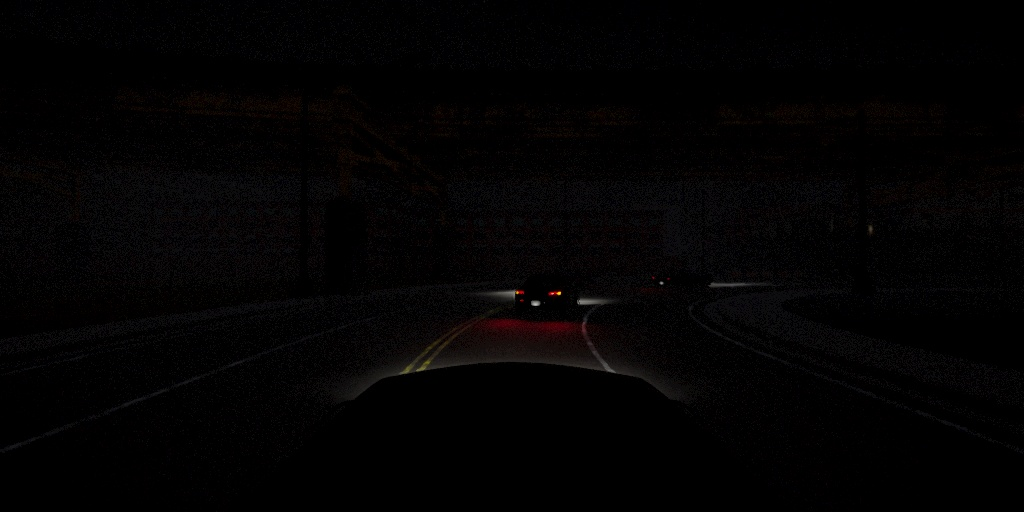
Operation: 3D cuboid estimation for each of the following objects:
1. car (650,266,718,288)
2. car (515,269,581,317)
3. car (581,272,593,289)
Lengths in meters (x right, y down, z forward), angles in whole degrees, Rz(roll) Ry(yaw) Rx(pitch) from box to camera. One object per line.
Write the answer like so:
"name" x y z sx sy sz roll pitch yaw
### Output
"car" 12.511 1.632 26.304 4.718 1.301 1.895 0 -1 -28
"car" 1.443 1.416 14.011 1.812 1.442 4.674 0 -1 17
"car" 3.340 1.553 24.082 5.357 1.411 2.033 1 -1 -44
